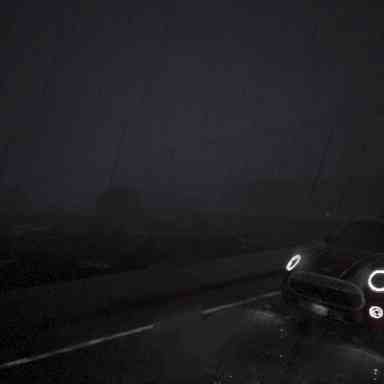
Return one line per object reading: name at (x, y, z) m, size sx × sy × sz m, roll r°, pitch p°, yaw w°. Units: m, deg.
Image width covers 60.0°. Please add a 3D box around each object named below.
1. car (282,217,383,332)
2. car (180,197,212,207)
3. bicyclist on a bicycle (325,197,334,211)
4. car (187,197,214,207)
car at (3.925, 1.336, 6.773) m, size 4.553 × 1.767 × 2.097 m, roll 0°, pitch 0°, yaw -35°
car at (0.201, 1.455, 46.362) m, size 2.128 × 1.511 × 4.902 m, roll 0°, pitch 0°, yaw -34°
bicyclist on a bicycle at (15.276, 1.392, 36.918) m, size 1.656 × 1.620 × 0.582 m, roll -1°, pitch 1°, yaw -35°
car at (1.288, 1.480, 51.068) m, size 1.812 × 1.442 × 4.674 m, roll 0°, pitch 0°, yaw -33°
